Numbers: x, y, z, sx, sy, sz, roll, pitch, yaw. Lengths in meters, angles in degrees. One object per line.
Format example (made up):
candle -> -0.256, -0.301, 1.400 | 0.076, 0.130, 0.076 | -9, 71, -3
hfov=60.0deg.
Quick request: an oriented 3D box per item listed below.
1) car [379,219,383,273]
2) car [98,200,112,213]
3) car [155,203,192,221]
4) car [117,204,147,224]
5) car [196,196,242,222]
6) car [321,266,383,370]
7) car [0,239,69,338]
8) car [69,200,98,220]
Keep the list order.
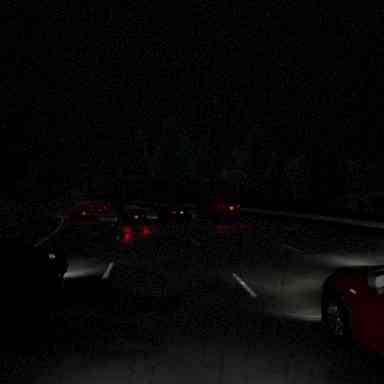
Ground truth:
car -> 6.473, 1.505, 7.163 | 1.837, 1.490, 4.892 | 0, 0, -5
car -> -11.159, 1.673, 40.137 | 1.882, 1.535, 5.008 | 0, 0, -29
car -> -1.636, 1.659, 28.091 | 2.033, 1.411, 5.357 | 0, 0, -20
car -> -4.759, 1.643, 26.199 | 1.812, 1.442, 4.674 | 0, 0, -19
car -> 2.135, 1.316, 27.707 | 2.150, 2.045, 5.566 | 0, 0, -19
car -> 3.212, 1.353, 3.584 | 2.097, 1.767, 4.553 | 0, 0, -3
car -> -3.844, 1.586, 6.017 | 2.033, 1.411, 5.357 | 0, 0, -5
car -> -9.940, 1.630, 29.988 | 1.882, 1.535, 5.008 | 0, 0, -22
